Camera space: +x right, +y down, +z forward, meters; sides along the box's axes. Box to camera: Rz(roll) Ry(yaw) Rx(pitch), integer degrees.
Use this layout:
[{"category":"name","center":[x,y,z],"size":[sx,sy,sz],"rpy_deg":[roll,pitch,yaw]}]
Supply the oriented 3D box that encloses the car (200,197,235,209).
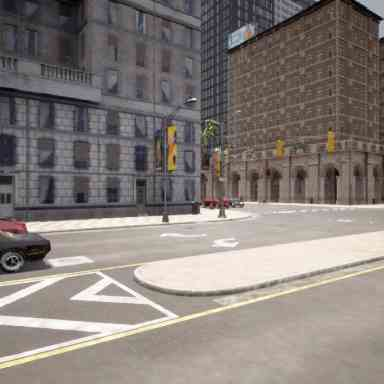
[{"category":"car","center":[3.189,1.478,46.375],"size":[1.882,1.535,5.008],"rpy_deg":[0,0,-35]}]

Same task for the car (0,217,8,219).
[{"category":"car","center":[-8.515,1.526,12.063],"size":[4.674,1.442,1.812],"rpy_deg":[0,0,-35]}]

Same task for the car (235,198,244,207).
[{"category":"car","center":[5.618,1.491,49.006],"size":[2.128,1.511,4.902],"rpy_deg":[0,0,-35]}]

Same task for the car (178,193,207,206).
[{"category":"car","center":[-0.024,1.221,57.104],"size":[2.150,2.045,5.566],"rpy_deg":[0,0,-34]}]

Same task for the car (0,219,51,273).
[{"category":"car","center":[-6.569,1.601,9.158],"size":[4.718,1.301,1.895],"rpy_deg":[0,0,-35]}]
